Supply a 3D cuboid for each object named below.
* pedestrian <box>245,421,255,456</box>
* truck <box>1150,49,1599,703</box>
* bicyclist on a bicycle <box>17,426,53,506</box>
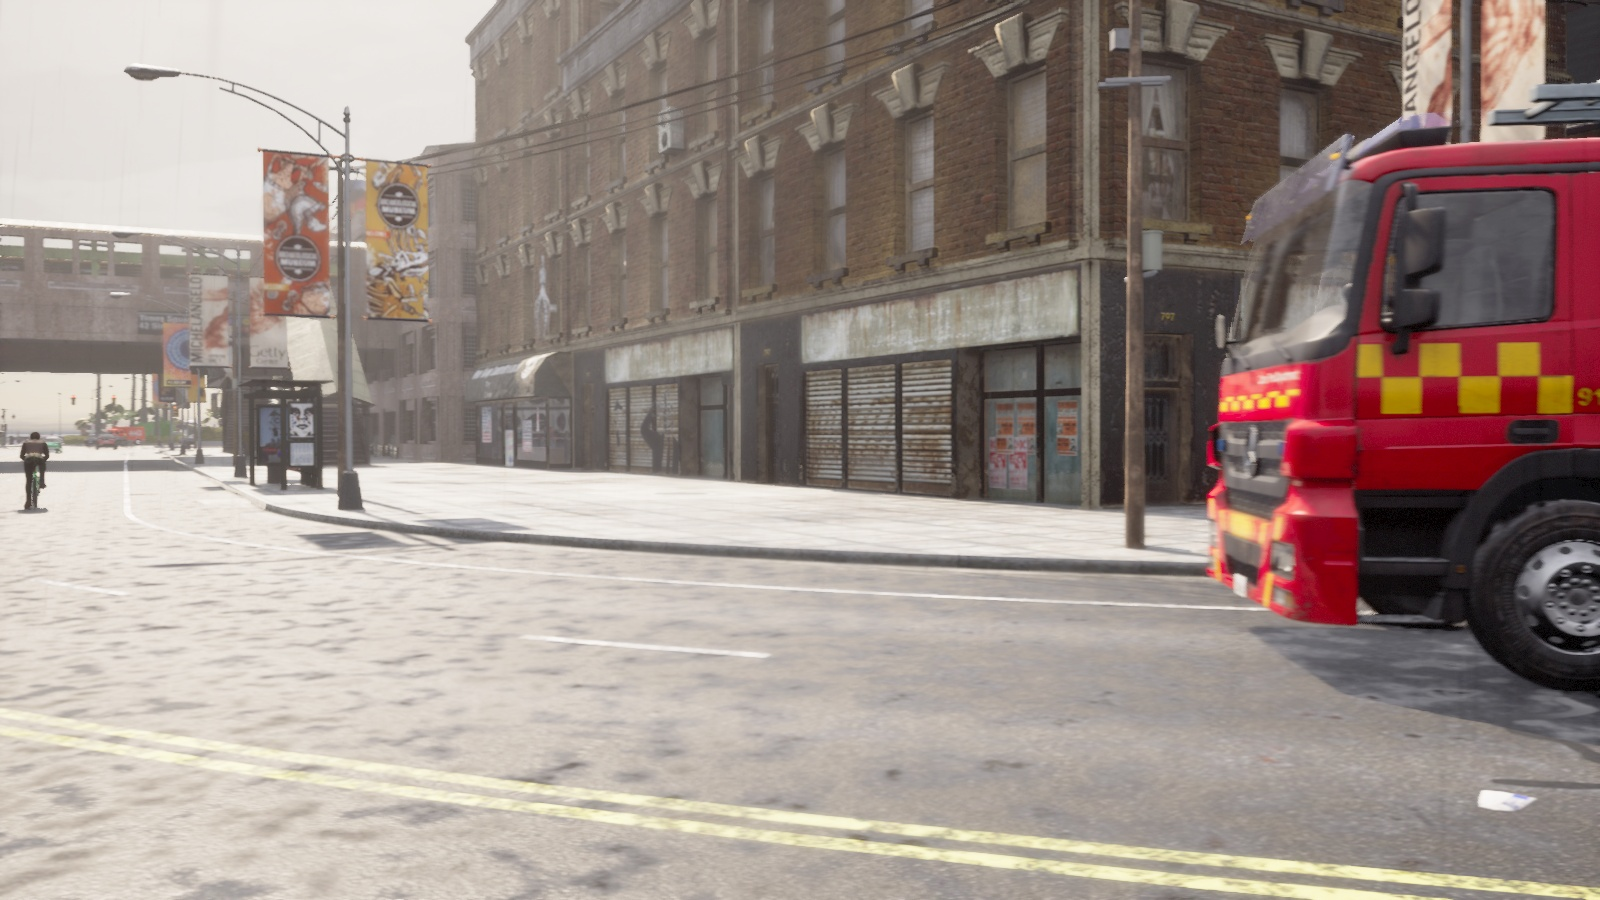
[{"bbox_3d":[-28.780,-0.613,65.670,0.431,1.840,0.709,0,1,-26],"label":"pedestrian"},{"bbox_3d":[6.970,-0.436,8.542,8.468,3.827,2.891,0,1,7],"label":"truck"},{"bbox_3d":[-16.105,0.319,26.469,0.582,1.620,1.656,0,1,-29],"label":"bicyclist on a bicycle"}]
